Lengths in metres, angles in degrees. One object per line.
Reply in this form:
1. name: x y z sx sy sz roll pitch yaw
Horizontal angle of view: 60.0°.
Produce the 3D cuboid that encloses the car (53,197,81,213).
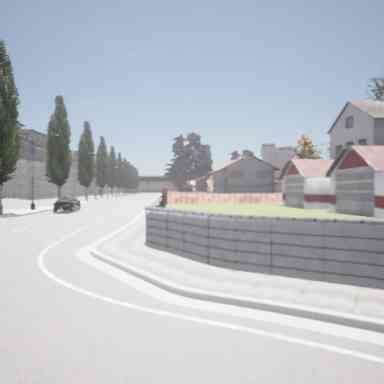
1. car: -13.053 1.312 34.969 1.837 1.490 4.892 0 0 -5
